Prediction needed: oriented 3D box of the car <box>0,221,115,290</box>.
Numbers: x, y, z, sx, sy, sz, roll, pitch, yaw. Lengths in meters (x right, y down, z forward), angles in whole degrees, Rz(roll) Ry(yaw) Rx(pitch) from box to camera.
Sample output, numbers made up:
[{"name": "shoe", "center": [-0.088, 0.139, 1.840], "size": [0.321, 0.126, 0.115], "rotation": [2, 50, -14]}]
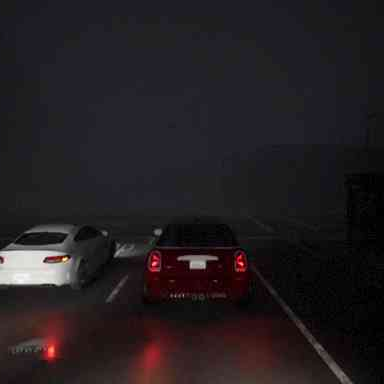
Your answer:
[{"name": "car", "center": [-3.386, 1.504, 8.890], "size": [1.812, 1.442, 4.674], "rotation": [0, 0, 0]}]

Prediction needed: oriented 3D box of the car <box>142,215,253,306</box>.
[{"name": "car", "center": [0.103, 1.332, 8.147], "size": [2.097, 1.767, 4.553], "rotation": [0, 0, 0]}]
